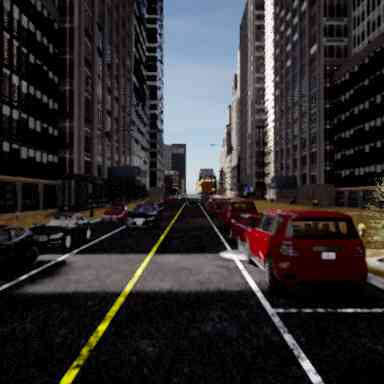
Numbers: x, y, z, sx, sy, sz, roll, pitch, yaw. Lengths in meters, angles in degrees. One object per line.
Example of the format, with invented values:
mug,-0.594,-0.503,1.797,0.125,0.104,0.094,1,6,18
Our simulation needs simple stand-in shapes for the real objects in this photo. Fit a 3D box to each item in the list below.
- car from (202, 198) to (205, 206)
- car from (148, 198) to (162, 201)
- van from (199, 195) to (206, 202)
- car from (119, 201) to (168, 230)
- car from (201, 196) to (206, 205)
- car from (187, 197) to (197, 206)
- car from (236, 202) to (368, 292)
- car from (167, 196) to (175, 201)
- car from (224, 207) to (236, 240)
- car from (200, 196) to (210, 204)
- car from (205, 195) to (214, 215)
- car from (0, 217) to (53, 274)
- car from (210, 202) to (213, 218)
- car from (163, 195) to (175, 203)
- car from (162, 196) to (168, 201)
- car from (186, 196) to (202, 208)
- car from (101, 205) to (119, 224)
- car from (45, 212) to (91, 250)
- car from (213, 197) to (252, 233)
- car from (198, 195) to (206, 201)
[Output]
car,2.684,1.688,42.174,2.008,1.369,4.403,0,0,0
car,-5.698,1.737,47.711,1.802,1.307,4.206,0,0,0
van,2.674,1.617,86.488,1.690,1.788,3.998,0,0,0
car,-3.045,1.564,21.865,2.128,1.511,4.902,0,0,1
car,2.683,1.681,47.883,1.752,1.417,4.829,0,0,0
car,-0.014,1.701,60.902,1.837,1.490,4.892,0,0,0
car,2.692,1.345,8.939,2.192,1.841,5.009,0,0,0
car,-5.708,1.838,92.025,1.887,1.381,4.507,0,0,0
car,2.690,1.593,14.477,1.887,1.381,4.507,0,0,0
car,2.678,1.665,69.870,1.967,1.590,4.097,0,0,0
car,2.688,1.417,31.096,2.192,1.841,5.009,0,0,0
car,-5.689,1.596,8.936,1.947,1.339,4.313,0,0,0
car,2.688,1.650,25.556,1.947,1.339,4.313,0,0,0
car,-5.703,1.557,75.408,2.192,1.841,5.009,0,0,0
car,-5.700,1.772,58.789,1.802,1.307,4.206,0,0,0
car,-0.012,1.655,50.480,2.128,1.511,4.902,0,0,0
car,-5.693,1.666,25.554,1.802,1.307,4.206,0,0,0
car,-5.690,1.599,14.474,2.008,1.369,4.403,0,0,0
car,2.690,1.381,20.018,2.192,1.841,5.009,0,0,0
car,2.673,1.733,92.028,1.967,1.590,4.097,0,0,0
